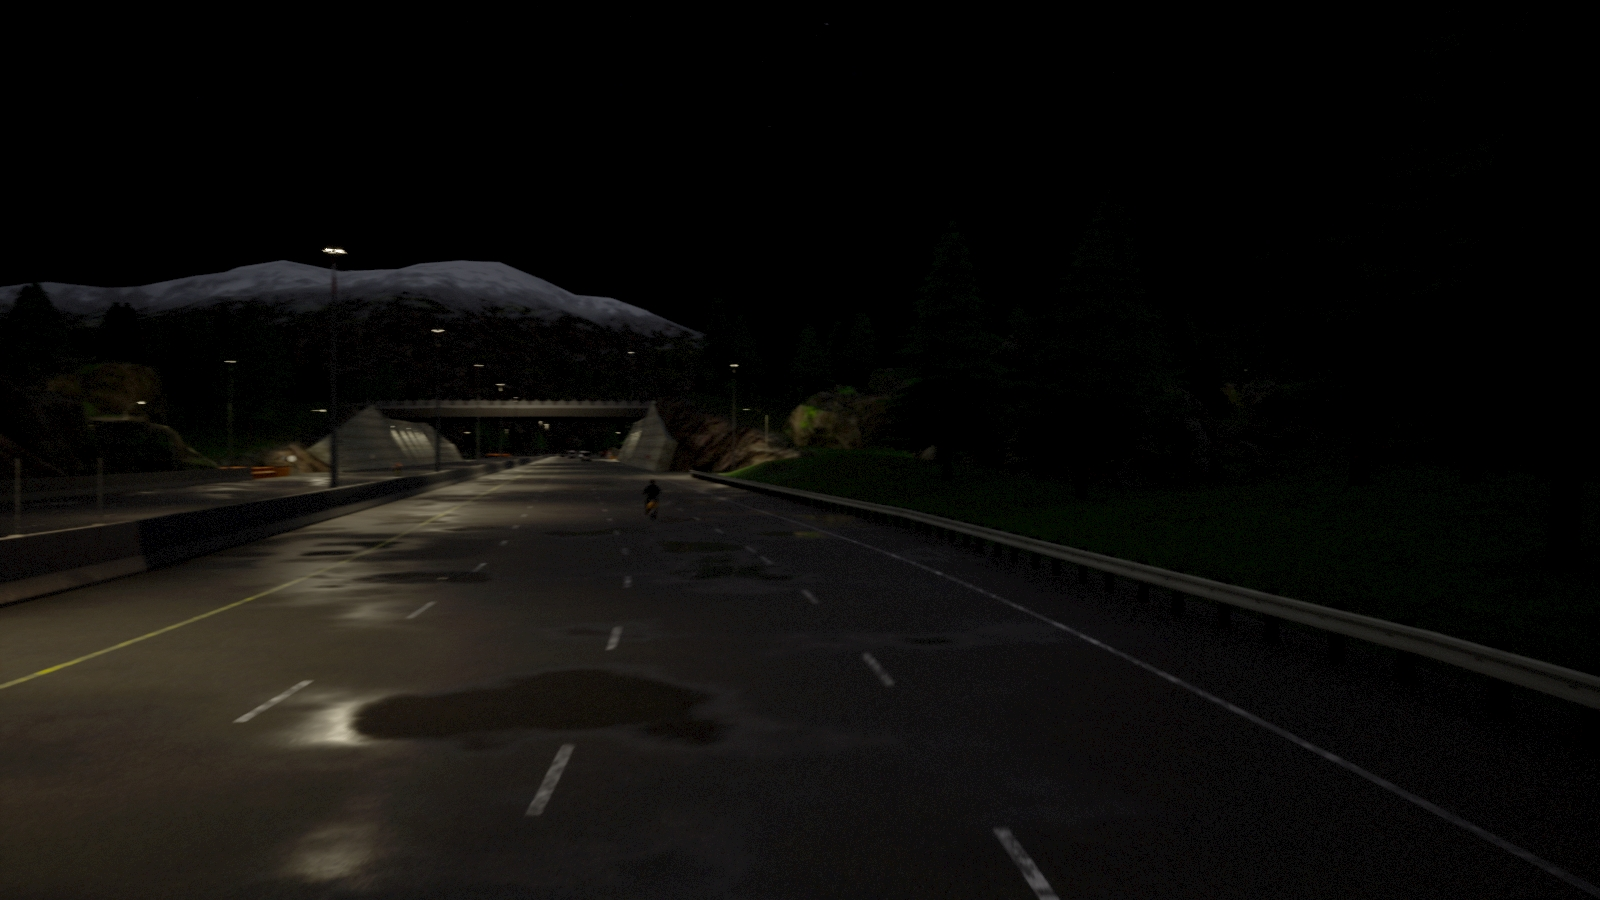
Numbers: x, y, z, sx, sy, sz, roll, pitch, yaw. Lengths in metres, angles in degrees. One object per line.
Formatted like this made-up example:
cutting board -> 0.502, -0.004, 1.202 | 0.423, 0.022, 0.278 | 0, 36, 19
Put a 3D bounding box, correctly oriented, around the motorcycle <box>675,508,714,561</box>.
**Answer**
motorcycle -> -2.771, 2.181, 29.826 | 0.856, 1.236, 1.805 | 0, 0, -11
